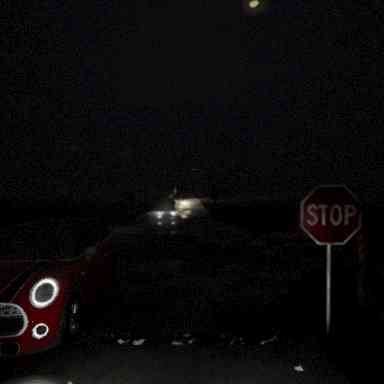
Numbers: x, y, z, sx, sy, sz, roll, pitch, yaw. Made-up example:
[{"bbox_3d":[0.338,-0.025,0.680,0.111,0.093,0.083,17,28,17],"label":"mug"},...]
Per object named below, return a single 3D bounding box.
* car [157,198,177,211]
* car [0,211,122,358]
[{"bbox_3d":[-2.849,1.436,38.150,1.837,1.490,4.892,0,1,0],"label":"car"},{"bbox_3d":[-2.762,1.336,6.322,2.097,1.767,4.553,0,0,0],"label":"car"}]
